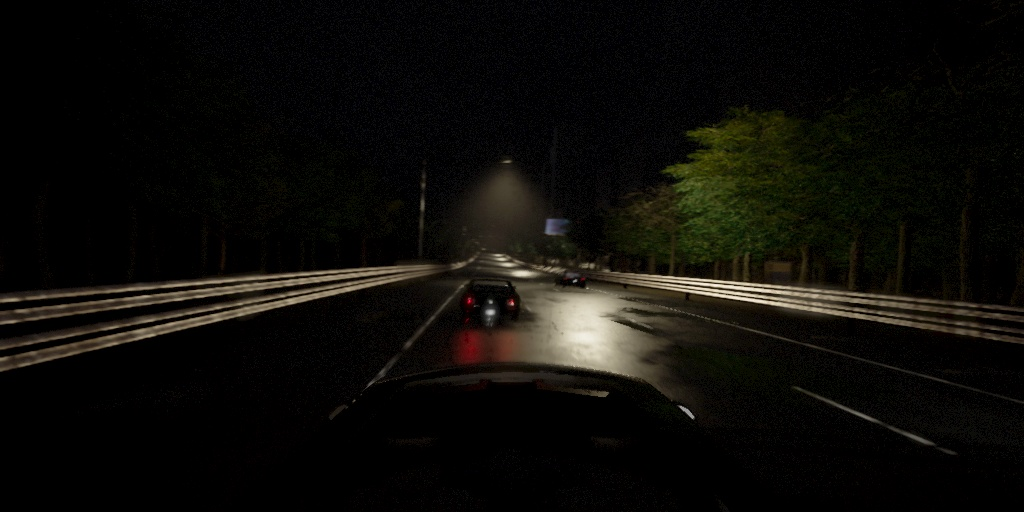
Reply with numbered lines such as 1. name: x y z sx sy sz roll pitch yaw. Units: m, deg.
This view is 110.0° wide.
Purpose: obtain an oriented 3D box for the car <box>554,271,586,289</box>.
1. car: 4.897 2.014 30.700 1.994 1.385 4.181 3 -1 -4

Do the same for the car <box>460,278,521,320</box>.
1. car: -0.809 1.448 13.129 1.895 1.301 4.718 3 -1 -4
